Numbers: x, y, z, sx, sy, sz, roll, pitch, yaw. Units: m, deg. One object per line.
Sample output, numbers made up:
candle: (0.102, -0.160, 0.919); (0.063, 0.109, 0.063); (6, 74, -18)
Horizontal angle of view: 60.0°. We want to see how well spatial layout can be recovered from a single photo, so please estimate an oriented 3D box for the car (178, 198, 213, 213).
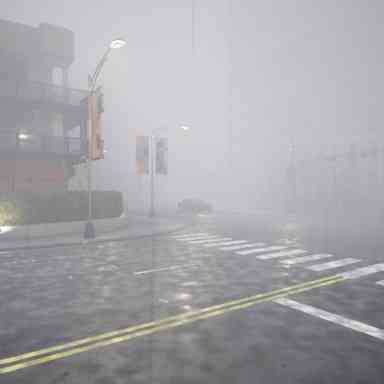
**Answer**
car: (0.300, 1.478, 37.145); (1.882, 1.535, 5.008); (0, 0, -35)
